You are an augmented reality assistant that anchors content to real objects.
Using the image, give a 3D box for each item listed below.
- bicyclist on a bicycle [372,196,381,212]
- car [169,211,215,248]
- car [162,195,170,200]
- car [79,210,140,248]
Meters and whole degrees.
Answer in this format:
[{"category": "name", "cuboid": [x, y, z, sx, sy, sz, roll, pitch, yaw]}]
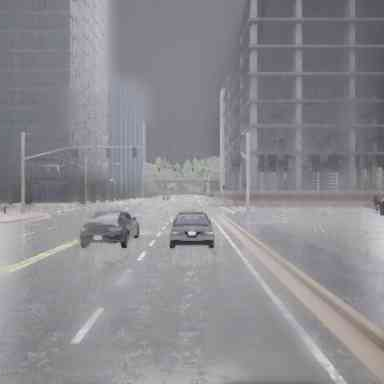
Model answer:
[{"category": "bicyclist on a bicycle", "cuboid": [18.331, 1.246, 32.988, 0.582, 1.620, 1.656, 0, 0, 0]}, {"category": "car", "cuboid": [0.000, 1.562, 14.650, 2.033, 1.411, 5.357, 0, 0, 0]}, {"category": "car", "cuboid": [-7.000, 1.518, 91.255, 2.128, 1.511, 4.902, 0, 0, 0]}, {"category": "car", "cuboid": [-3.500, 1.532, 14.650, 1.812, 1.442, 4.674, 0, 0, 0]}]
